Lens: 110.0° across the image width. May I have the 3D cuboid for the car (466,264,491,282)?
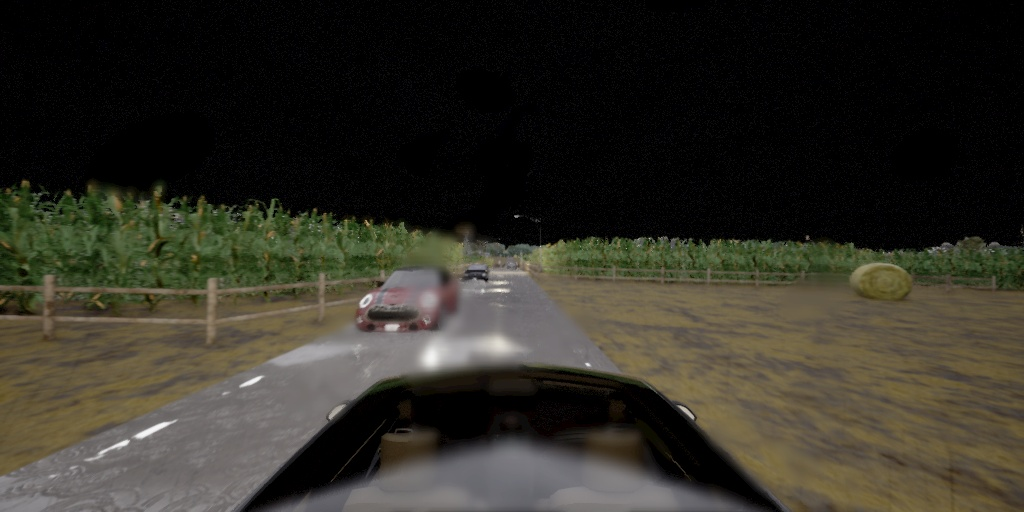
[{"bbox_3d":[-2.760,1.367,29.536,2.033,1.411,5.357,0,0,0],"label":"car"}]

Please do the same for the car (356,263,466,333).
[{"bbox_3d":[-2.811,1.106,10.749,2.097,1.767,4.553,0,0,0],"label":"car"}]
